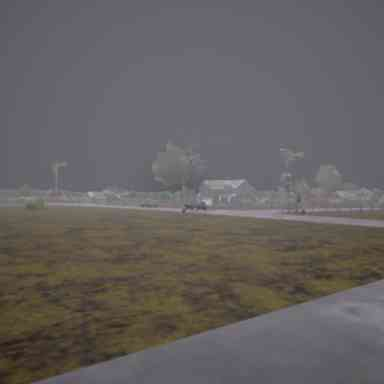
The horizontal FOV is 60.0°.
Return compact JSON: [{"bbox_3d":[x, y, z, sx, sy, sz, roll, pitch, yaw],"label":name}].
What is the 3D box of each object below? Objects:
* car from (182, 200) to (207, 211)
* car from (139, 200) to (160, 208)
[{"bbox_3d":[0.350,2.093,51.786,1.837,1.490,4.892,0,0,-35],"label":"car"},{"bbox_3d":[-8.146,2.325,63.616,2.033,1.411,5.357,0,-1,-36],"label":"car"}]
